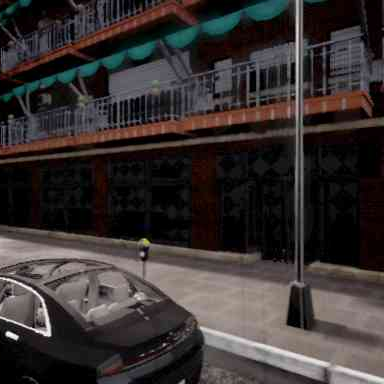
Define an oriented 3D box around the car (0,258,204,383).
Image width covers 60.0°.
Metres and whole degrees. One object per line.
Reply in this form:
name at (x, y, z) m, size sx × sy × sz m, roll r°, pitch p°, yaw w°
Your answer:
car at (-1.924, 1.544, 4.245) m, size 4.403 × 1.369 × 2.008 m, roll 0°, pitch 0°, yaw 35°
